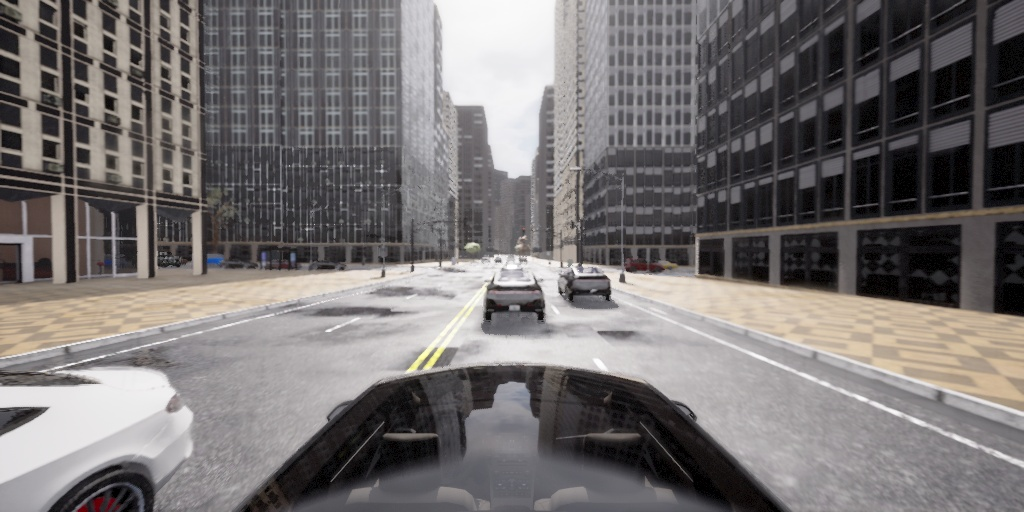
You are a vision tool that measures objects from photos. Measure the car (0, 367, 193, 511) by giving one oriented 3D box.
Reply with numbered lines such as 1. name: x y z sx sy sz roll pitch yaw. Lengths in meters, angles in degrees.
1. car: -3.355 1.279 0.848 1.812 1.442 4.674 0 0 0

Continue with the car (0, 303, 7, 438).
1. car: -6.602 1.262 1.585 1.837 1.490 4.892 0 0 0

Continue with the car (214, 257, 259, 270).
1. car: -34.214 1.056 45.010 4.313 1.339 1.948 0 0 1

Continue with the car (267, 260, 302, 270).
1. car: -28.533 1.120 44.853 4.207 1.307 1.802 0 0 1

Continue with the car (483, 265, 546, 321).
1. car: 0.070 1.230 12.356 2.128 1.511 4.902 0 0 0

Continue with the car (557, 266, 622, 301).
1. car: 3.310 1.223 17.034 2.128 1.511 4.902 0 0 0

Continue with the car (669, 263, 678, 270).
1. car: 21.664 1.330 52.620 4.829 1.417 1.751 0 0 1

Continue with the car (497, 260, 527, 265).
1. car: 0.030 1.265 28.586 2.033 1.411 5.357 0 0 0

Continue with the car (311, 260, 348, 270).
1. car: -22.849 1.152 44.736 4.313 1.339 1.948 0 0 1

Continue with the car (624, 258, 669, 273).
1. car: 16.078 1.216 44.319 5.009 1.841 2.192 0 0 1
